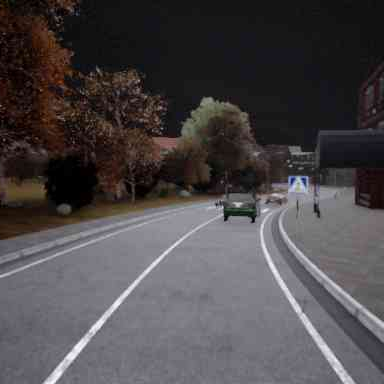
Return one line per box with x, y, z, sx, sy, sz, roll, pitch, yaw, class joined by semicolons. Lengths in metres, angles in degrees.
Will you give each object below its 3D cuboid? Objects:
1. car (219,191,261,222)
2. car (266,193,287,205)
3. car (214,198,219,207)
3.679;0.934;23.927;2.150;2.045;5.566;2;2;16;car
10.467;0.804;40.954;1.812;1.442;4.674;3;3;27;car
3.858;0.894;35.455;1.994;1.385;4.181;2;2;23;car
